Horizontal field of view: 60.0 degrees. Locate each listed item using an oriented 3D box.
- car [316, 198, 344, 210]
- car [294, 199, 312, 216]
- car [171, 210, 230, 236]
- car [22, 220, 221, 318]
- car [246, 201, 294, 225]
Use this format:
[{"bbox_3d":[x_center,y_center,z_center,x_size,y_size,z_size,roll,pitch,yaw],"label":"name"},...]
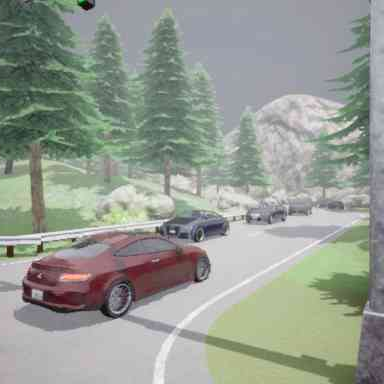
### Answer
[{"bbox_3d":[17.663,1.588,42.739,1.837,1.490,4.892,3,0,-1],"label":"car"},{"bbox_3d":[10.960,1.528,33.506,1.837,1.490,4.892,0,0,26],"label":"car"},{"bbox_3d":[0.213,1.576,16.448,1.994,1.385,4.181,0,0,33],"label":"car"},{"bbox_3d":[-1.331,1.587,7.491,1.812,1.442,4.674,0,-1,33],"label":"car"},{"bbox_3d":[5.622,1.509,24.794,2.128,1.511,4.902,0,0,33],"label":"car"}]
